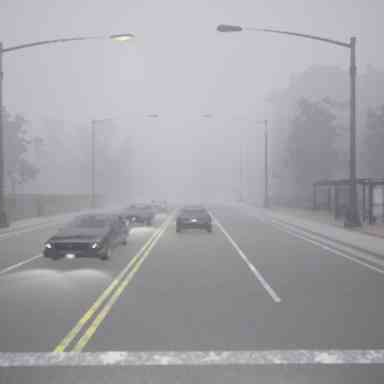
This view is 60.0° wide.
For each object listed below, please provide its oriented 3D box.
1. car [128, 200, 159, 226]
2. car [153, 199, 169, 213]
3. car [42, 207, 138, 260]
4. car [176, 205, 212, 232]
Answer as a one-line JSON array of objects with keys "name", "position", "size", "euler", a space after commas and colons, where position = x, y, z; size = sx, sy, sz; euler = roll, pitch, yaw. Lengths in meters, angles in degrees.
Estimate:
[{"name": "car", "position": [-3.579, 1.455, 22.407], "size": [1.994, 1.385, 4.181], "euler": [0, 0, 0]}, {"name": "car", "position": [-3.550, 1.419, 34.985], "size": [1.895, 1.301, 4.718], "euler": [0, 0, 0]}, {"name": "car", "position": [-3.581, 1.497, 12.457], "size": [2.033, 1.411, 5.357], "euler": [0, 0, 0]}, {"name": "car", "position": [0.103, 1.471, 19.612], "size": [1.994, 1.385, 4.181], "euler": [0, 0, 0]}]
